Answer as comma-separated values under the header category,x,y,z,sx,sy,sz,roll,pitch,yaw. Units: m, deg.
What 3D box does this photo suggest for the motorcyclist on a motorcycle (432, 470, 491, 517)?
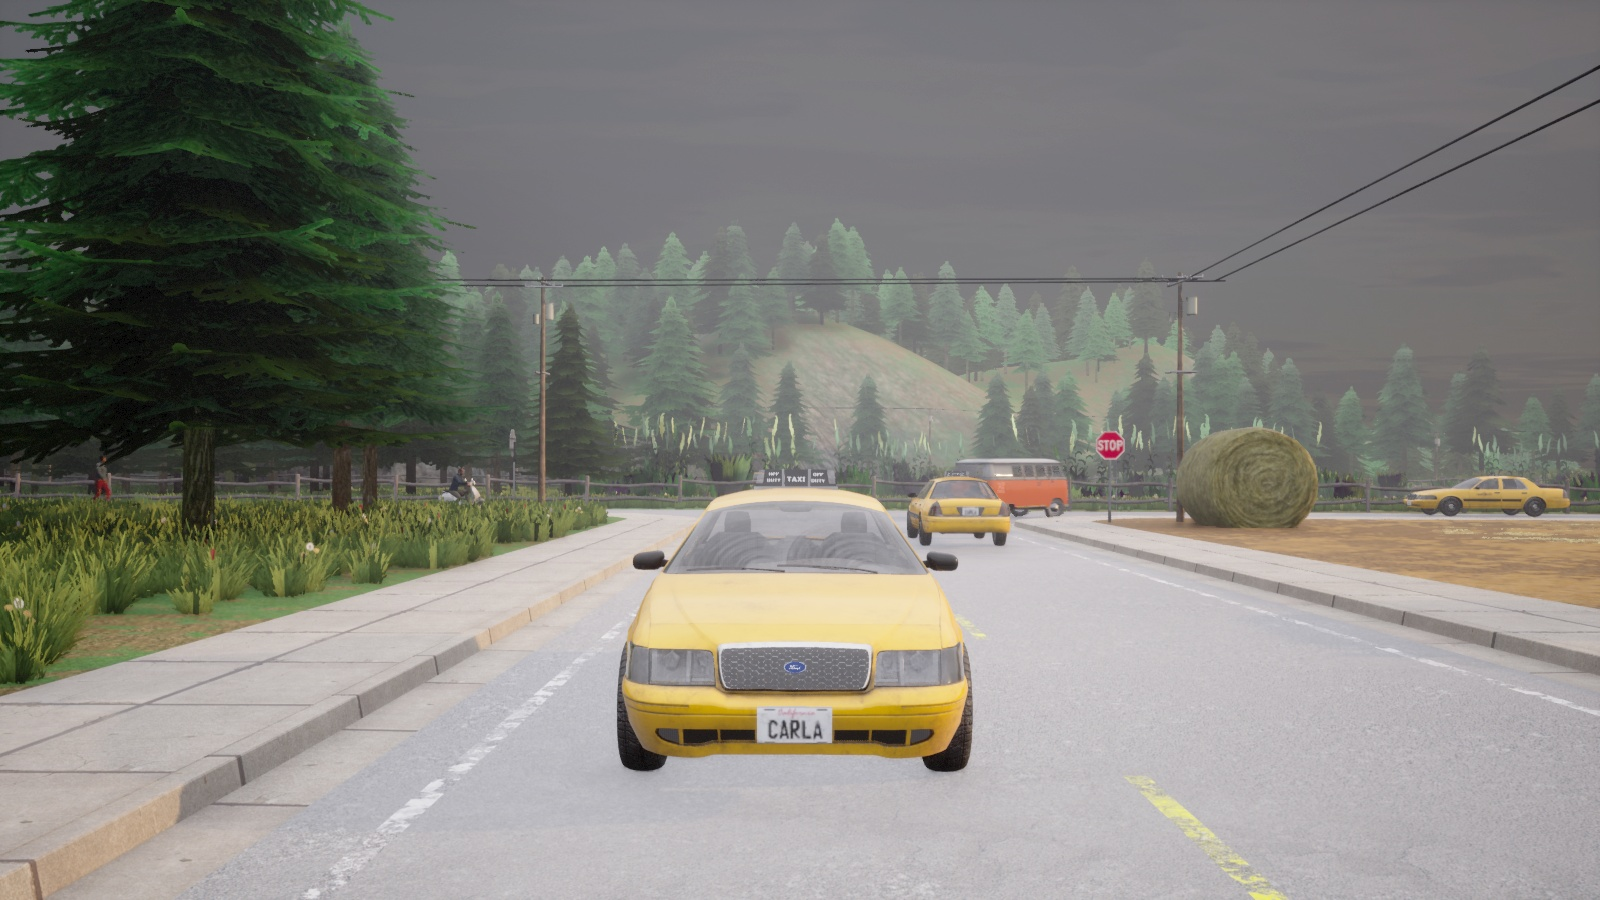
category,x,y,z,sx,sy,sz,roll,pitch,yaw
motorcyclist on a motorcycle,-11.755,1.511,43.660,1.817,1.590,0.866,0,-1,3

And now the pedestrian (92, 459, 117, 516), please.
category,x,y,z,sx,sy,sz,roll,pitch,yaw
pedestrian,-22.382,1.206,40.418,0.614,1.847,0.353,0,-1,2

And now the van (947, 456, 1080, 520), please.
category,x,y,z,sx,sy,sz,roll,pitch,yaw
van,7.022,1.206,41.116,4.442,1.987,1.775,0,-1,-39

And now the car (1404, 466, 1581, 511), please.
category,x,y,z,sx,sy,sz,roll,pitch,yaw
car,24.997,1.380,45.474,5.366,1.575,1.801,0,-1,3

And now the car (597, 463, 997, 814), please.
category,x,y,z,sx,sy,sz,roll,pitch,yaw
car,-0.022,0.894,8.352,1.801,1.575,5.366,0,-1,0

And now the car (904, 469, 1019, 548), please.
category,x,y,z,sx,sy,sz,roll,pitch,yaw
car,3.428,1.202,27.596,1.801,1.575,5.366,0,-1,0
